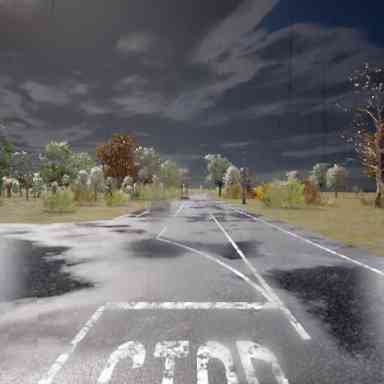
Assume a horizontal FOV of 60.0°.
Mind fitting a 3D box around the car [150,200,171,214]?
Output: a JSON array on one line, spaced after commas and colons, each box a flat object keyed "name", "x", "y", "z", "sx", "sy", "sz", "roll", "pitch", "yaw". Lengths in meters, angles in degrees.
[{"name": "car", "x": -3.336, "y": 1.571, "z": 35.659, "sx": 1.994, "sy": 1.385, "sz": 4.181, "roll": 0, "pitch": 0, "yaw": 0}]

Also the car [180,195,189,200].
[{"name": "car", "x": -2.106, "y": 1.541, "z": 89.503, "sx": 1.895, "sy": 1.301, "sz": 4.718, "roll": 0, "pitch": 0, "yaw": 7}]
